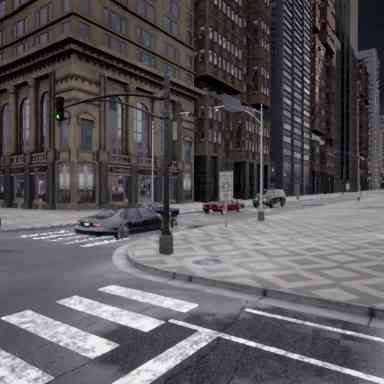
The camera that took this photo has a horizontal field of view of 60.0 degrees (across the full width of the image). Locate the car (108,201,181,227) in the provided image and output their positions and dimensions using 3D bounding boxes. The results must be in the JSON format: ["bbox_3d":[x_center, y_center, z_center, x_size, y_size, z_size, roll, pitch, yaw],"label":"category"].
[{"bbox_3d":[-2.943,1.351,21.606,1.895,1.301,4.718,0,1,36],"label":"car"}]

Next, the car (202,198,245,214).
[{"bbox_3d":[2.859,1.218,29.740,1.895,1.301,4.718,0,1,35],"label":"car"}]

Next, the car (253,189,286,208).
[{"bbox_3d":[8.998,0.697,38.346,2.150,2.045,5.566,0,1,36],"label":"car"}]

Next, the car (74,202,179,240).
[{"bbox_3d":[-2.977,1.374,16.032,2.033,1.411,5.357,0,1,35],"label":"car"}]
